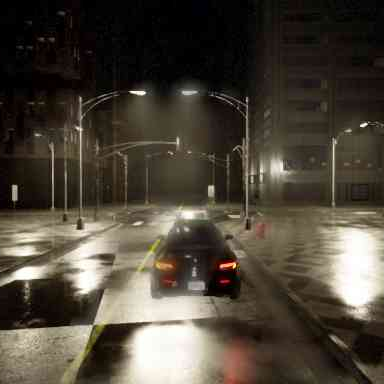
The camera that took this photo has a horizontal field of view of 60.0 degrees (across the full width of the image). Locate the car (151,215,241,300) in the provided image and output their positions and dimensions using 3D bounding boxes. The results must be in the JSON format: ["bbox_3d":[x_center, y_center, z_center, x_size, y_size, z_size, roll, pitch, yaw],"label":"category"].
[{"bbox_3d":[0.077,1.523,8.282,1.812,1.442,4.674,0,0,0],"label":"car"}]

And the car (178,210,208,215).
[{"bbox_3d":[0.059,1.594,17.307,1.895,1.301,4.718,0,0,0],"label":"car"}]
